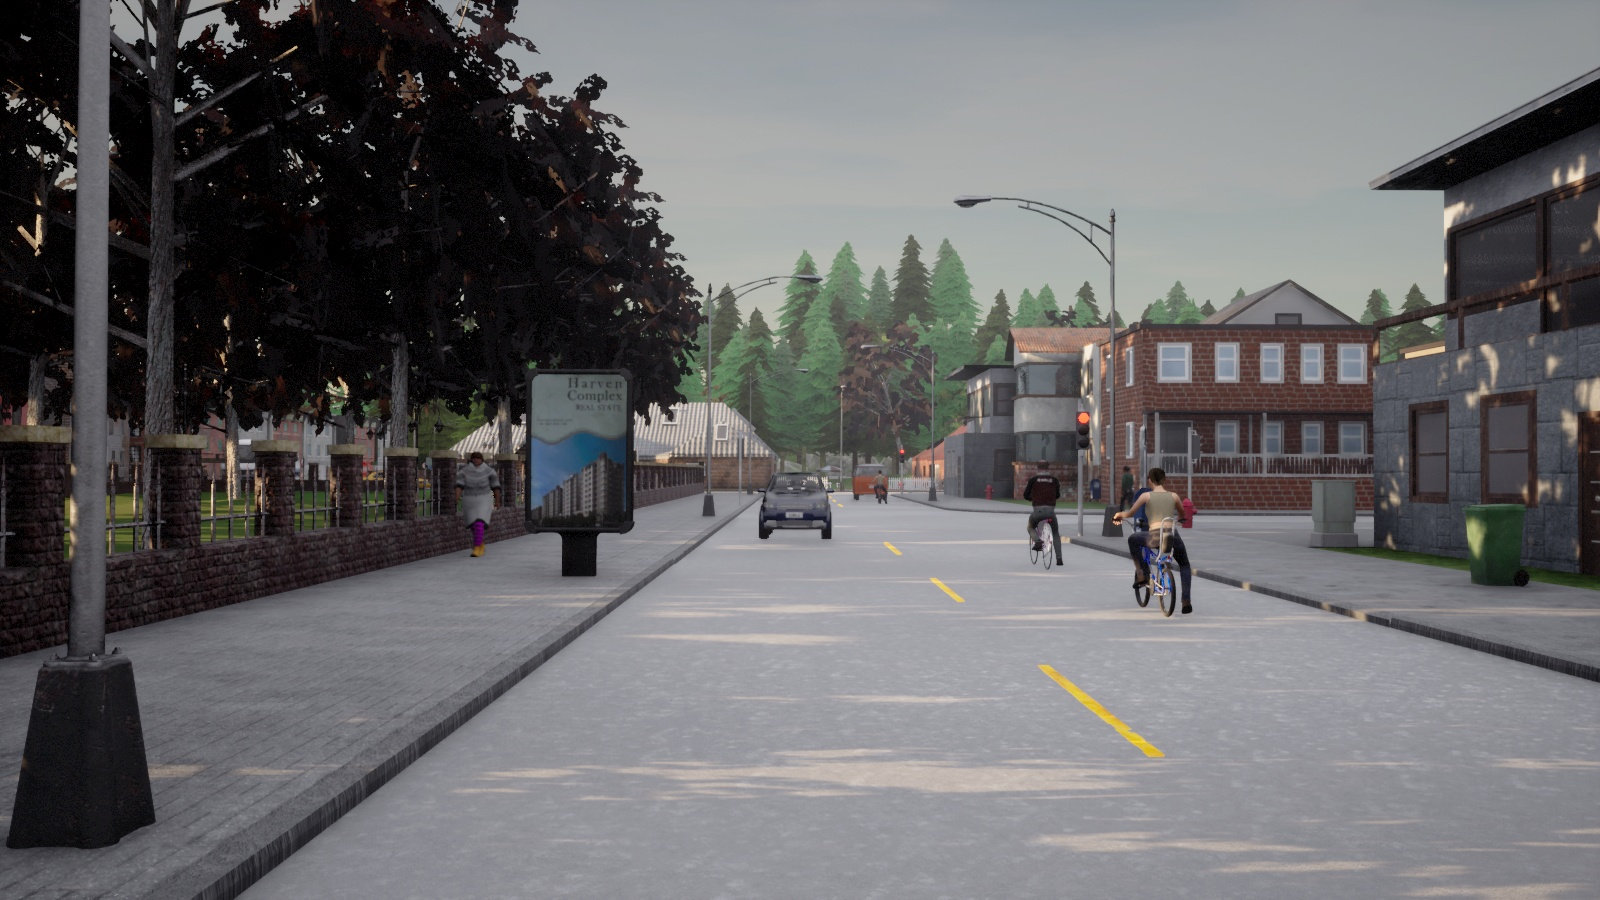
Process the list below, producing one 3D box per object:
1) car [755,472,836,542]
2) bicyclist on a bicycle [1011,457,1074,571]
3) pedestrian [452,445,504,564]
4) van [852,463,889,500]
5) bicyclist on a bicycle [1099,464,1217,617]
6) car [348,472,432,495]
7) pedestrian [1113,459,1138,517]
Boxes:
[{"bbox_3d":[-0.081,1.291,29.696,1.789,1.549,3.705,0,-1,1],"label":"car"},{"bbox_3d":[3.939,1.014,20.543,0.659,1.776,1.843,0,-1,0],"label":"bicyclist on a bicycle"},{"bbox_3d":[-5.390,0.899,21.071,0.659,1.952,0.873,0,-1,0],"label":"pedestrian"},{"bbox_3d":[3.817,1.704,68.757,1.775,1.987,4.442,0,-1,0],"label":"van"},{"bbox_3d":[3.962,0.970,14.017,0.866,1.612,1.509,0,-1,0],"label":"bicyclist on a bicycle"},{"bbox_3d":[-28.912,2.354,88.634,5.366,1.575,1.801,0,-1,-2],"label":"car"},{"bbox_3d":[11.037,1.273,42.572,0.423,1.949,0.788,0,-1,-20],"label":"pedestrian"}]
